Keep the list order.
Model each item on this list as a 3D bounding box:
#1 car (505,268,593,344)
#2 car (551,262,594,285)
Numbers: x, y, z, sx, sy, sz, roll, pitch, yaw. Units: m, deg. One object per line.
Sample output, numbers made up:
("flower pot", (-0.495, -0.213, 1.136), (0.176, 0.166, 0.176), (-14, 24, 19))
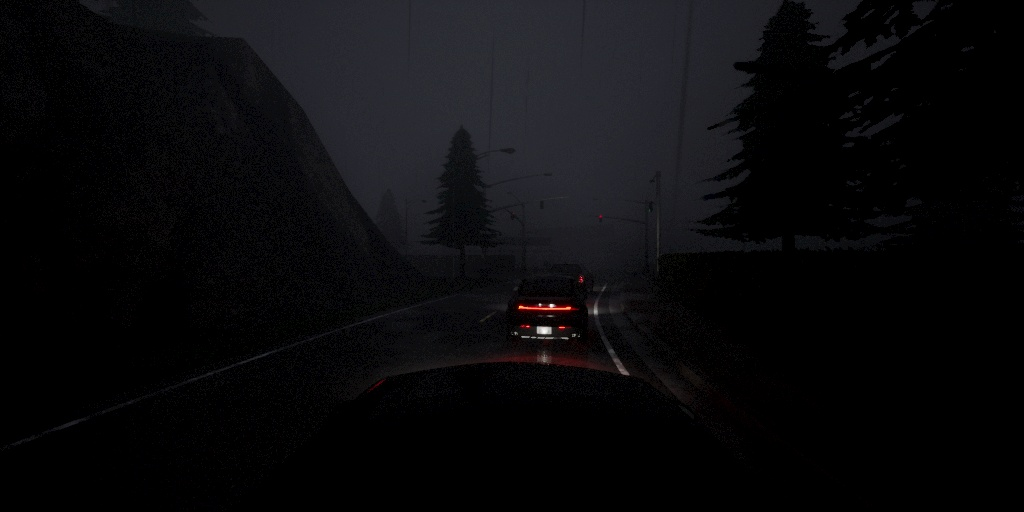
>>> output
("car", (1.020, 1.255, 9.637), (1.837, 1.490, 4.892), (0, 0, 9))
("car", (3.022, 1.102, 18.558), (2.097, 1.767, 4.553), (0, 0, 17))
